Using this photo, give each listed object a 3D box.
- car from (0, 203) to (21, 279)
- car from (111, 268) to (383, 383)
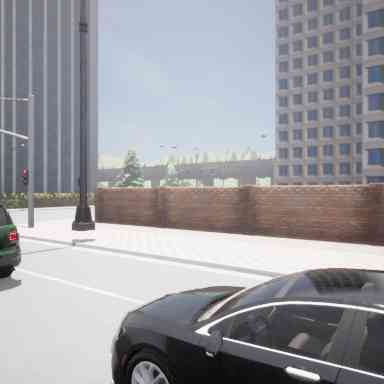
[{"bbox_3d":[-6.748,1.221,8.791,5.566,2.045,2.150,0,0,35],"label":"car"},{"bbox_3d":[1.328,1.505,3.046,4.892,1.490,1.837,0,0,36],"label":"car"}]
